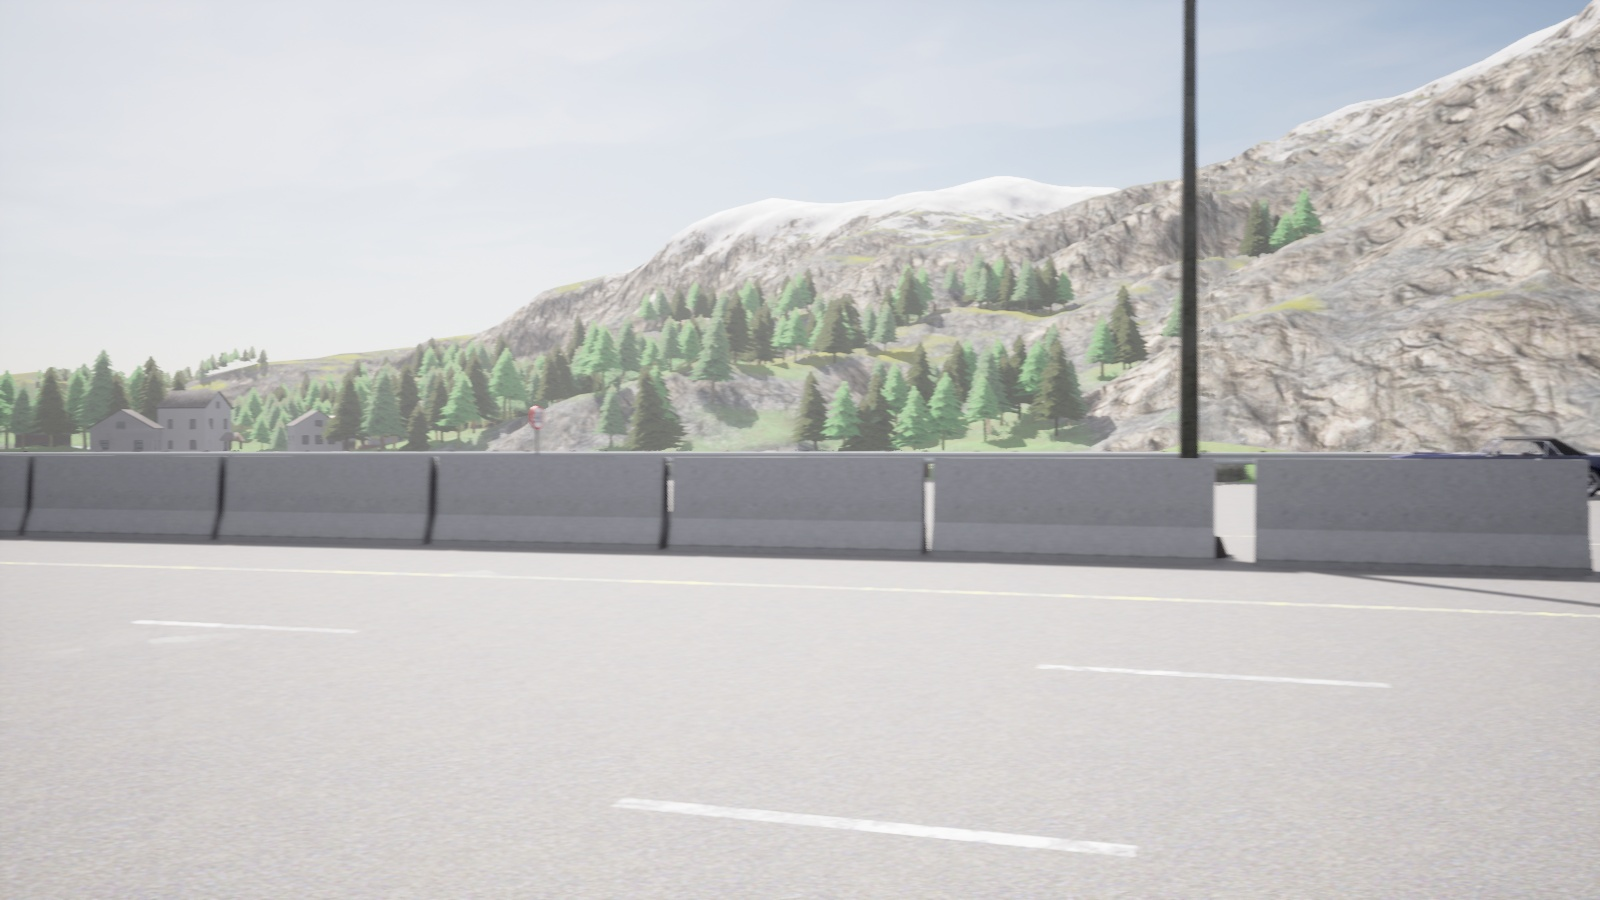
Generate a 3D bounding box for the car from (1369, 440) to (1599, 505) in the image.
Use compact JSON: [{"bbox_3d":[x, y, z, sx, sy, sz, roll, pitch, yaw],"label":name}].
[{"bbox_3d":[15.160,0.463,27.565,4.718,1.301,1.895,1,1,20],"label":"car"}]
